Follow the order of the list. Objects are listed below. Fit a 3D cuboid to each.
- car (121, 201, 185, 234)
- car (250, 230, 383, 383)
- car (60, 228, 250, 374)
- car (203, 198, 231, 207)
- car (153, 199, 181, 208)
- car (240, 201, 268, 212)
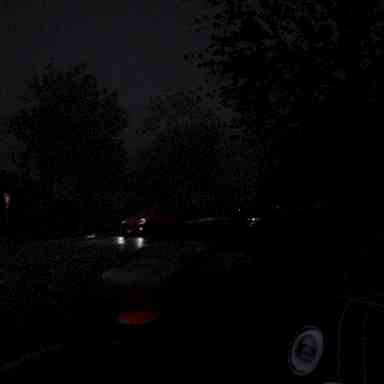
[{"bbox_3d":[-2.485,1.759,21.844,2.097,1.767,4.553,-4,-1,37],"label":"car"},{"bbox_3d":[2.701,1.353,3.930,2.185,1.767,4.553,0,0,35],"label":"car"},{"bbox_3d":[0.082,1.530,5.717,2.002,1.452,4.674,0,0,35],"label":"car"},{"bbox_3d":[4.239,1.742,56.703,5.008,1.535,1.882,-2,-1,36],"label":"car"},{"bbox_3d":[-4.652,2.106,62.714,5.008,1.535,1.882,-2,-1,27],"label":"car"},{"bbox_3d":[6.440,1.684,34.184,1.812,1.442,4.674,-3,-1,36],"label":"car"}]
